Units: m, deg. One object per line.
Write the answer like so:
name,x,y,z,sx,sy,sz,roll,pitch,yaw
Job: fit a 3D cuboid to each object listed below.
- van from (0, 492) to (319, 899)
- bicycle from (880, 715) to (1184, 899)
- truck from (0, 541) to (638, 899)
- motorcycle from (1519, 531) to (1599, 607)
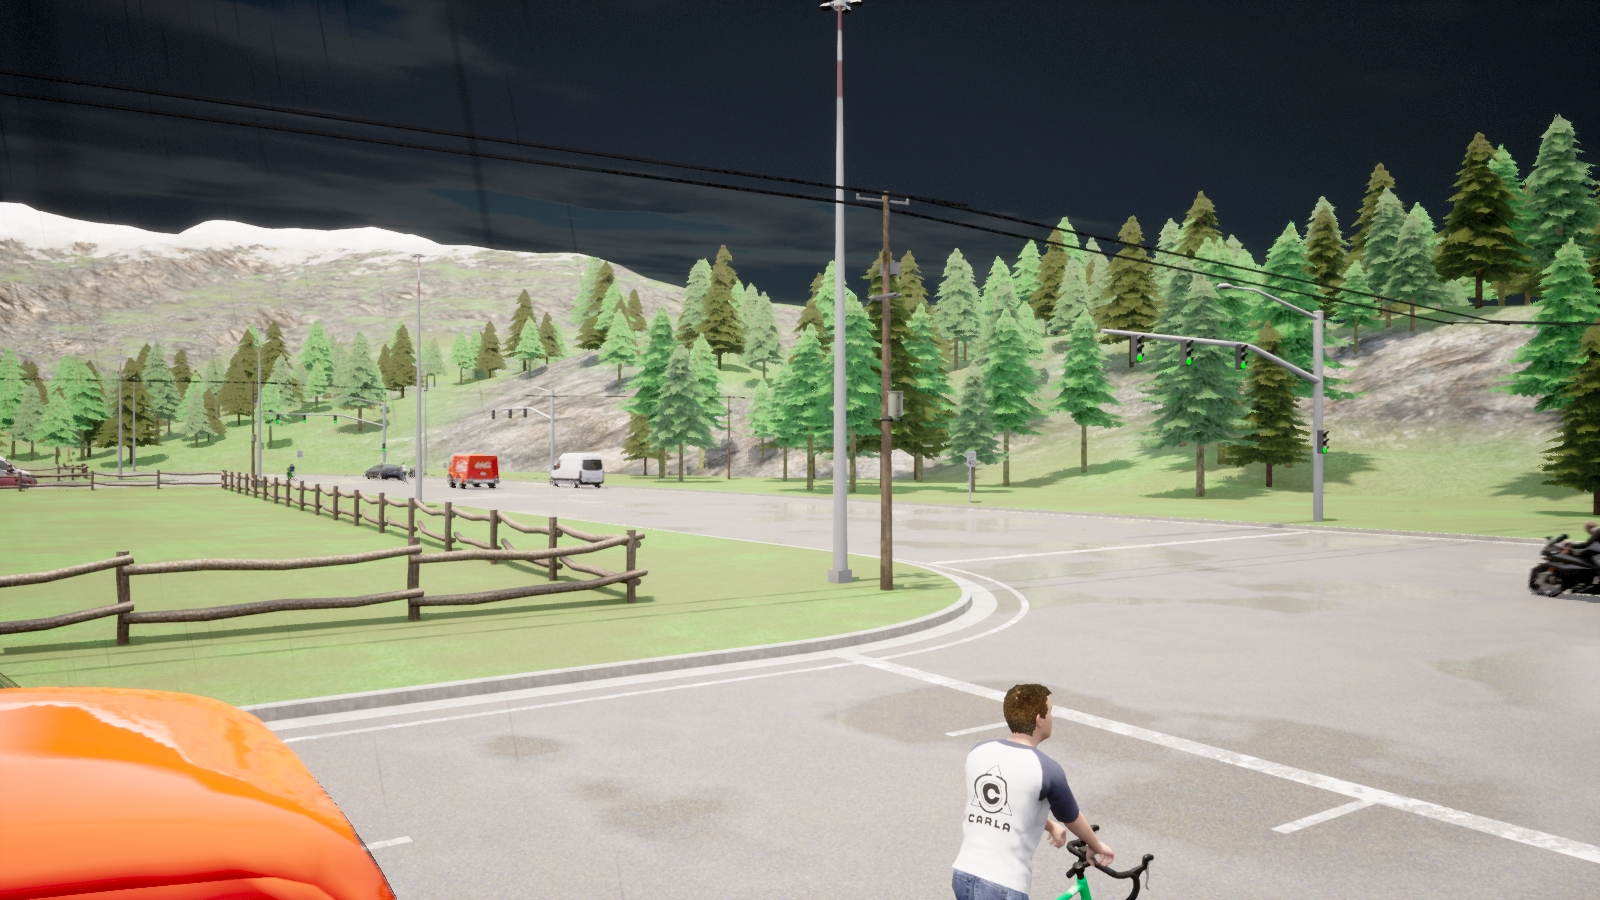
van,-5.215,1.535,4.399,5.915,2.561,1.988,0,0,-35
bicycle,1.060,2.053,4.957,1.643,1.496,0.373,0,0,-41
truck,-3.177,1.568,1.643,5.204,2.467,2.627,0,0,-34
motorcycle,14.597,2.189,20.975,0.867,1.251,2.209,0,0,-35
